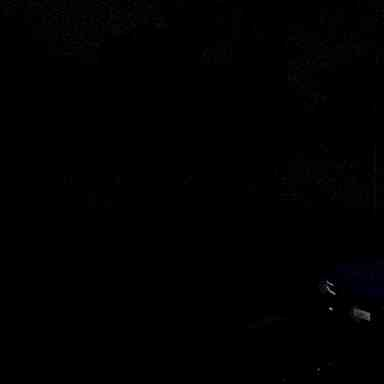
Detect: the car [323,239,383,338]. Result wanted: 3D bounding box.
[{"bbox_3d":[4.498,1.509,6.262,5.008,1.535,1.882,0,0,-35],"label":"car"}]
